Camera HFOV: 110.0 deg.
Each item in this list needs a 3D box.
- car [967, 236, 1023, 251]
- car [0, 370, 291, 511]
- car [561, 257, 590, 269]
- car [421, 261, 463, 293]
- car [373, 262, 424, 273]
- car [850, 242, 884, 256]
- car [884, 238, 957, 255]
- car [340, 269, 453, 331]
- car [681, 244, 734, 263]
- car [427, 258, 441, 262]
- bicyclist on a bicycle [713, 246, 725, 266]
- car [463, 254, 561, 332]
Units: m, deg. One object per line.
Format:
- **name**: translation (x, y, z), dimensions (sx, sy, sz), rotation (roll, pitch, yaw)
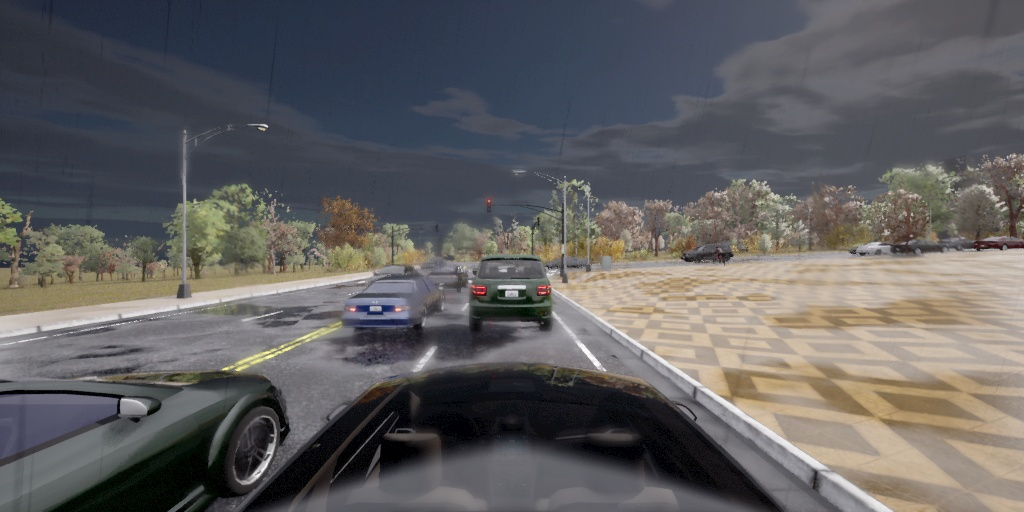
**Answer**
- **car**: translation (51.155, -1.315, 37.393), dimensions (5.008, 1.535, 1.882), rotation (-3, 0, -7)
- **car**: translation (-3.173, 1.314, 1.827), dimensions (1.994, 1.385, 4.181), rotation (0, 0, 0)
- **car**: translation (5.937, 0.784, 40.374), dimensions (5.357, 1.411, 2.033), rotation (-3, 0, -5)
- **car**: translation (-3.624, 1.257, 20.796), dimensions (2.128, 1.511, 4.902), rotation (0, 0, 0)
- **car**: translation (-6.805, 1.270, 21.035), dimensions (1.837, 1.490, 4.892), rotation (0, 0, 1)
- **car**: translation (40.574, -0.804, 39.458), dimensions (4.674, 1.442, 1.812), rotation (-3, 0, -6)
- **car**: translation (41.236, -0.878, 36.259), dimensions (5.008, 1.535, 1.882), rotation (-3, 0, -5)
- **car**: translation (-3.311, 1.303, 11.049), dimensions (2.033, 1.411, 5.357), rotation (0, 0, -1)
- **car**: translation (22.515, -0.303, 41.362), dimensions (5.566, 2.045, 2.150), rotation (-3, 0, -3)
- **car**: translation (-12.545, 1.406, 54.777), dimensions (1.994, 1.385, 4.181), rotation (0, 0, -5)
- **bicyclist on a bicycle**: translation (17.399, 0.004, 30.152), dimensions (0.582, 1.620, 1.656), rotation (-2, 0, -3)
- **car**: translation (-0.063, 0.977, 11.047), dimensions (2.150, 2.045, 5.566), rotation (0, 0, -1)
